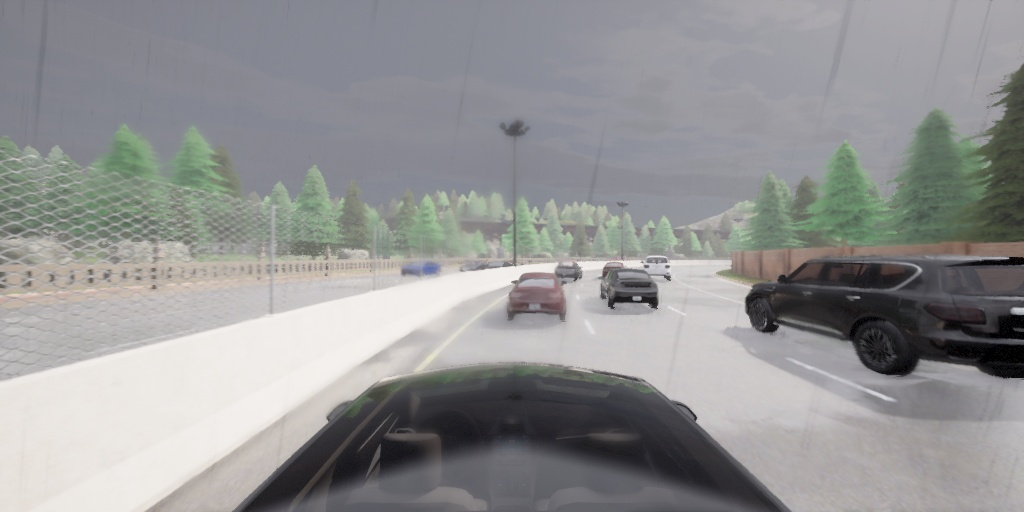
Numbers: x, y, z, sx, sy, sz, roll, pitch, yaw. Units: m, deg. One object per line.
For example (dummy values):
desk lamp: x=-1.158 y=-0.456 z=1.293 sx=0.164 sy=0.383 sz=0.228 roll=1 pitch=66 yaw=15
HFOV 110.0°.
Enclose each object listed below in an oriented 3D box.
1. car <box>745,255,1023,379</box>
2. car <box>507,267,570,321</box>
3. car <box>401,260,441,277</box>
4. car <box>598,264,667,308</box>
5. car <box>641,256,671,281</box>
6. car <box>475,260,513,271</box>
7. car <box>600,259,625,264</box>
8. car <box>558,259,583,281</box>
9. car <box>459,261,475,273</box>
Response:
car: x=7.417 y=1.003 z=7.590 sx=2.150 sy=2.045 sz=5.566 roll=0 pitch=0 yaw=4
car: x=0.929 y=1.278 z=12.455 sx=1.812 sy=1.442 sz=4.674 roll=0 pitch=0 yaw=7
car: x=-8.656 y=1.183 z=34.446 sx=1.882 sy=1.535 sz=5.008 roll=0 pitch=0 yaw=18
car: x=4.857 y=1.273 z=15.261 sx=1.837 sy=1.490 sz=4.892 roll=0 pitch=0 yaw=9
car: x=12.614 y=1.021 z=31.424 sx=2.150 sy=2.045 sz=5.566 roll=0 pitch=0 yaw=20
car: x=-1.385 y=1.215 z=34.204 sx=1.882 sy=1.535 sz=5.008 roll=0 pitch=0 yaw=20
car: x=9.365 y=1.262 z=32.594 sx=1.882 sy=1.535 sz=5.008 roll=0 pitch=0 yaw=20
car: x=4.804 y=1.257 z=30.025 sx=2.128 sy=1.511 sz=4.902 roll=0 pitch=0 yaw=18
car: x=-3.776 y=1.218 z=37.826 sx=2.128 sy=1.511 sz=4.902 roll=0 pitch=0 yaw=20
